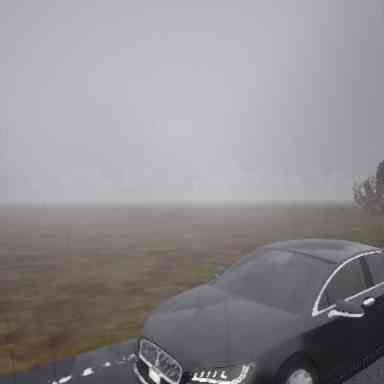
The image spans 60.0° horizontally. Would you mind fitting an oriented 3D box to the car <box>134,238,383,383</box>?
[{"bbox_3d":[1.585,1.491,4.622,4.892,1.490,1.837,0,0,-37],"label":"car"}]
